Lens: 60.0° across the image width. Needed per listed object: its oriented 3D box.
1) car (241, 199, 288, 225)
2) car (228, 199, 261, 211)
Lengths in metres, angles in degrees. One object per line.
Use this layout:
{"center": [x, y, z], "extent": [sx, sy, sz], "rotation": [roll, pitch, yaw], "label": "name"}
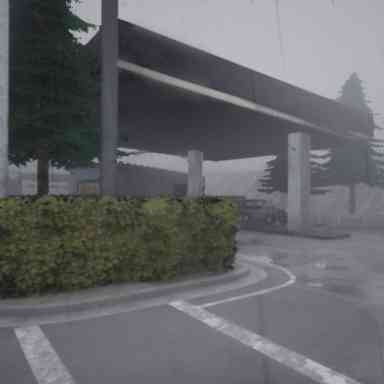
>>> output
{"center": [5.527, 1.491, 25.432], "extent": [1.905, 1.878, 3.866], "rotation": [1, 0, -36], "label": "car"}
{"center": [7.534, 1.788, 47.900], "extent": [1.837, 1.490, 4.892], "rotation": [1, 0, -35], "label": "car"}
